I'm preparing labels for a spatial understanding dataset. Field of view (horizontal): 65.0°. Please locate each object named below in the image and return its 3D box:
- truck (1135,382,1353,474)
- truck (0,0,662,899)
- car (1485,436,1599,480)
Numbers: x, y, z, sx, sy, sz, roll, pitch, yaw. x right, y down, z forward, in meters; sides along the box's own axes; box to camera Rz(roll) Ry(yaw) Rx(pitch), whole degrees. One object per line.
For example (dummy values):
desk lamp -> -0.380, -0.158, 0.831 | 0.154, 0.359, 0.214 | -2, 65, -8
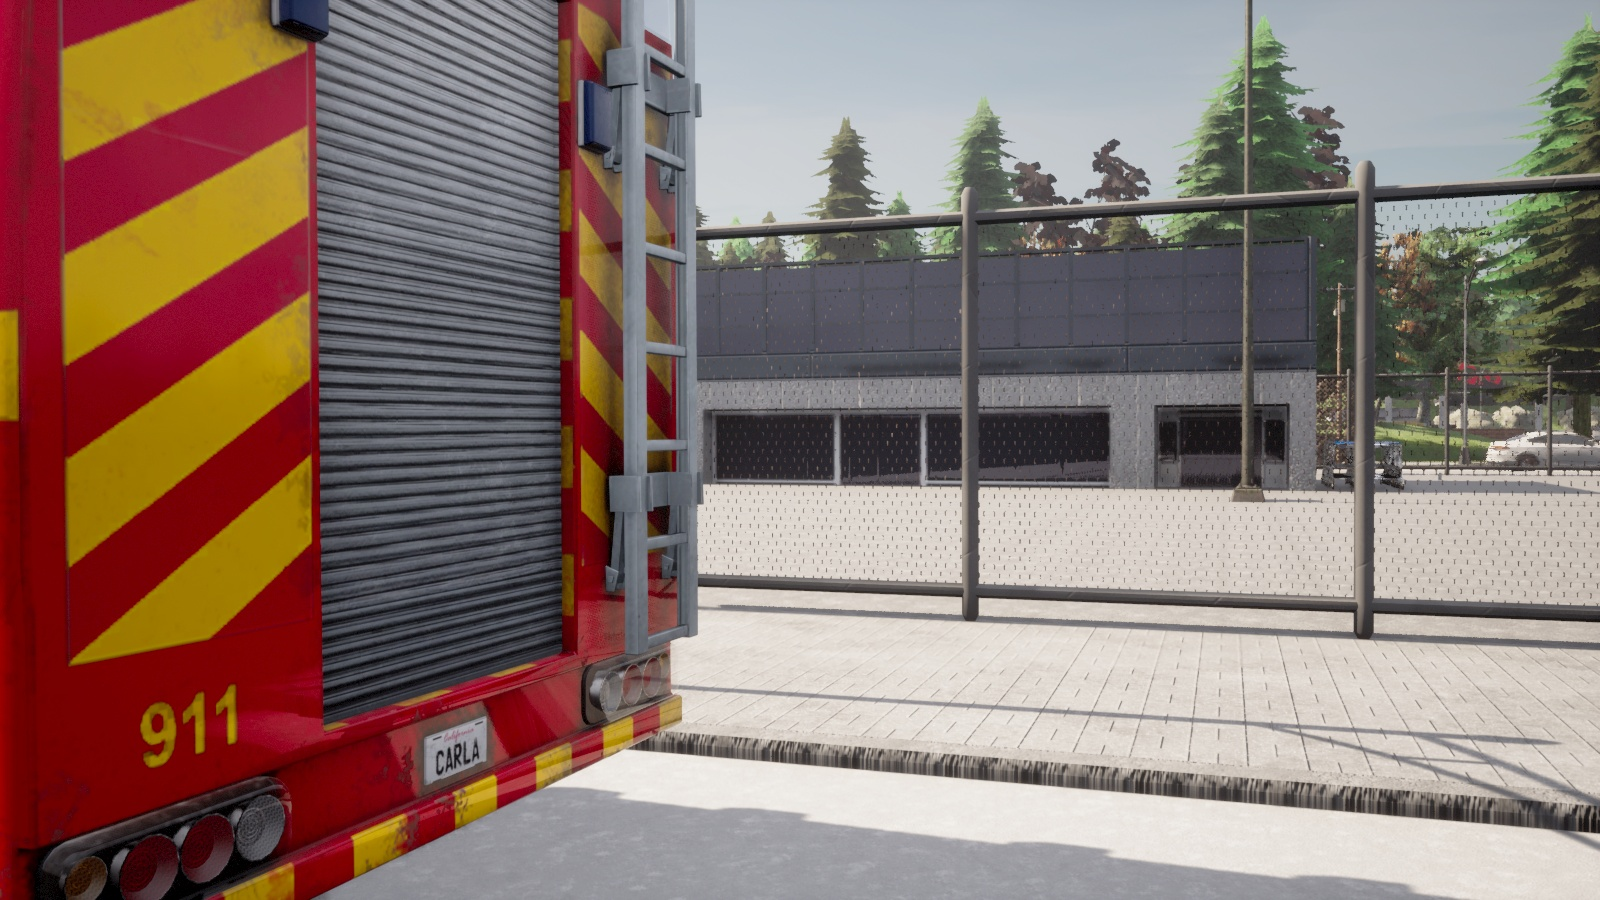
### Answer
truck -> 17.497, -0.888, 49.852 | 7.936, 3.462, 2.891 | 1, 1, 19
truck -> -5.033, -0.442, 5.340 | 8.468, 3.827, 2.891 | 1, 1, 22
car -> 26.112, 0.266, 42.705 | 4.674, 1.442, 1.812 | 0, 1, 18
